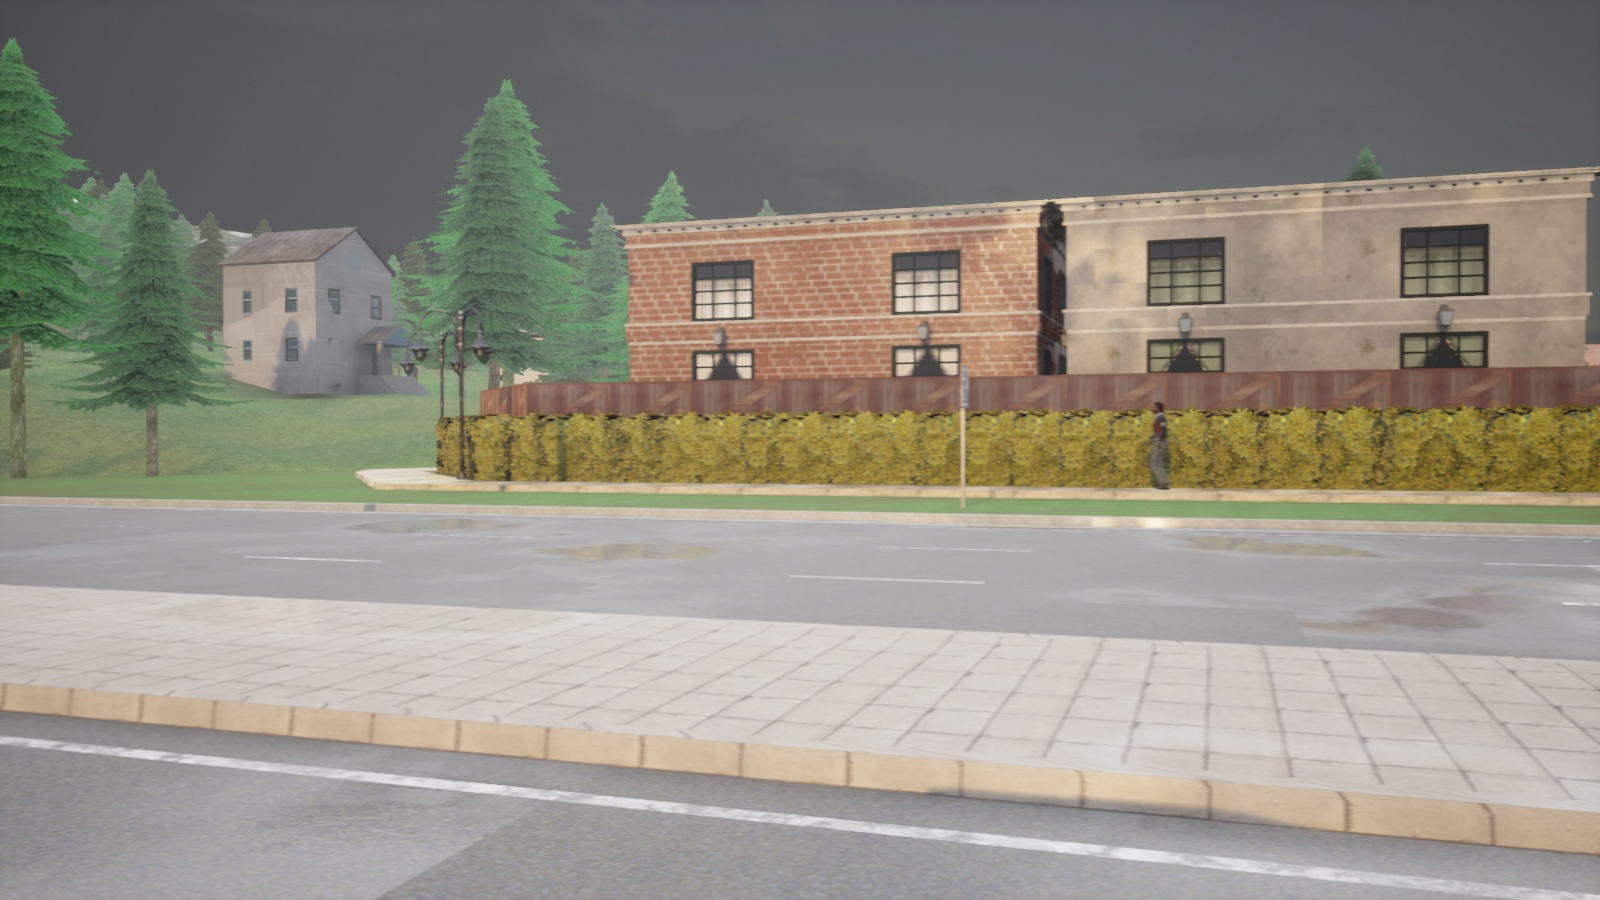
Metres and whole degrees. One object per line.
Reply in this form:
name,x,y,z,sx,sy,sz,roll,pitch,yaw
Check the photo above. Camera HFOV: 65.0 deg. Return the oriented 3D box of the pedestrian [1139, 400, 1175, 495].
pedestrian,7.356,-0.051,25.875,0.666,1.930,0.402,1,1,19
